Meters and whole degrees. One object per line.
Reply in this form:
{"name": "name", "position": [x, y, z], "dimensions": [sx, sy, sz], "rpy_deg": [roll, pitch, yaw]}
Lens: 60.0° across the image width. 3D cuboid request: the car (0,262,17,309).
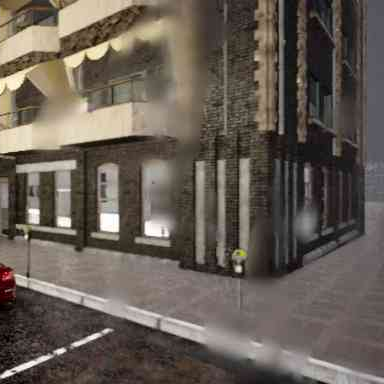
{"name": "car", "position": [-5.013, 1.569, 6.449], "dimensions": [4.206, 1.307, 1.802], "rpy_deg": [0, 0, 35]}
